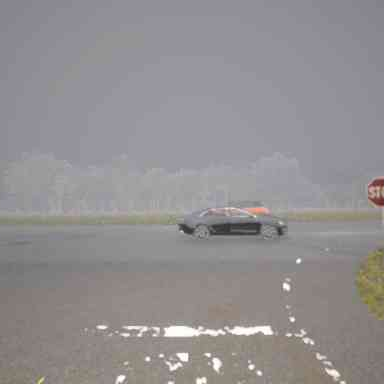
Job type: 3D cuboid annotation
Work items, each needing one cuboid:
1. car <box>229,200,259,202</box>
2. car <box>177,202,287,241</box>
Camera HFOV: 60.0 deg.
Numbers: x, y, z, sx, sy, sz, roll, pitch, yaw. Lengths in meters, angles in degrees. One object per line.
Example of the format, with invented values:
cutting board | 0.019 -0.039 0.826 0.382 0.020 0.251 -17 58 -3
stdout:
car | 2.797 1.361 22.181 4.553 1.767 2.097 -2 -2 -1
car | 1.791 1.375 15.142 4.902 1.511 2.128 -1 0 -1
